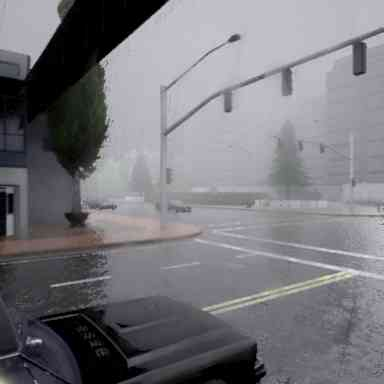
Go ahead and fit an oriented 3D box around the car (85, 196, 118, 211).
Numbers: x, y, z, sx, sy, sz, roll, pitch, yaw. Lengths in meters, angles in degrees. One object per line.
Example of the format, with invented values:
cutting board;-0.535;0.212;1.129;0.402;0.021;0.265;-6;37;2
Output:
car;-10.957;1.520;40.746;2.033;1.411;5.357;0;0;-36

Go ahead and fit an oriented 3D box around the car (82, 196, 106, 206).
car;-15.832;1.459;53.589;2.128;1.511;4.902;0;0;-35

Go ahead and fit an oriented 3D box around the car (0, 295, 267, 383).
car;-1.618;1.601;2.636;4.718;1.301;1.895;0;0;-35

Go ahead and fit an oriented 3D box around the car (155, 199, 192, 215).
car;-1.948;1.443;34.217;1.882;1.535;5.008;0;0;-36
